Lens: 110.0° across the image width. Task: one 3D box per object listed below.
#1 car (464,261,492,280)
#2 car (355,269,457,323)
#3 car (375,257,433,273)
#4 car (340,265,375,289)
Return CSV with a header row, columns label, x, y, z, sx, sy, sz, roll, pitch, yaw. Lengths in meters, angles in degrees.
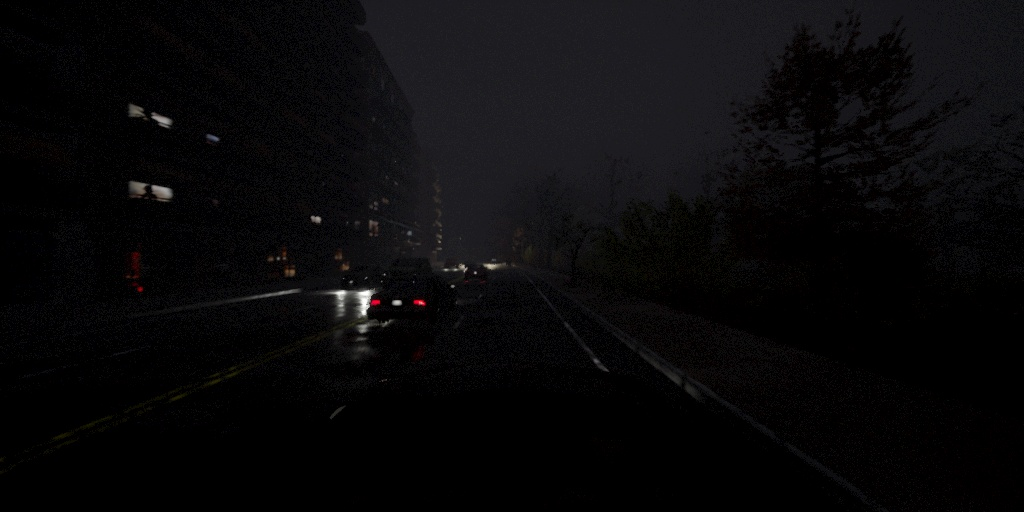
label,x,y,z,sx,sy,sz,roll,pitch,yaw
car,-3.217,1.451,33.236,1.994,1.385,4.181,0,0,-1
car,-3.154,1.342,12.347,2.033,1.411,5.357,0,0,0
car,-6.611,1.064,23.245,2.150,2.045,5.566,0,0,0
car,-9.866,1.352,24.388,1.837,1.490,4.892,0,0,0
